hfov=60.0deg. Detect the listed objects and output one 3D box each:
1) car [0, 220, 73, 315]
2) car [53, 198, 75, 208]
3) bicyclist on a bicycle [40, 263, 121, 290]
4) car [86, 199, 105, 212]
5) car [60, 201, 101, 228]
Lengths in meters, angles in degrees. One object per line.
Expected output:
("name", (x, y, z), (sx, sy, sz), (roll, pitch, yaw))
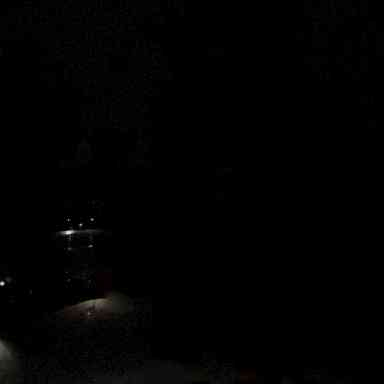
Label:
("car", (-4.204, 1.563, 7.311), (1.994, 1.385, 4.181), (0, 0, -7))
("car", (-17.292, 1.491, 45.150), (2.128, 1.511, 4.902), (0, 0, -42))
("bicyclist on a bicycle", (-2.450, 1.924, 7.580), (1.620, 0.582, 1.656), (5, -8, -6))
("car", (-11.194, 1.526, 37.468), (1.812, 1.442, 4.674), (0, 0, -34))
("car", (-7.451, 1.548, 22.045), (2.033, 1.411, 5.357), (0, 0, -20))
